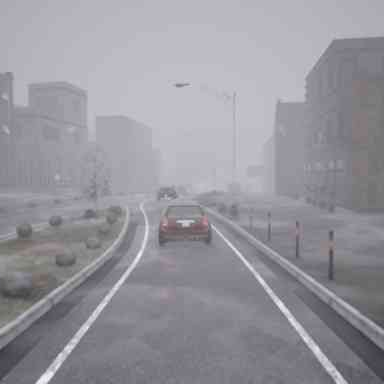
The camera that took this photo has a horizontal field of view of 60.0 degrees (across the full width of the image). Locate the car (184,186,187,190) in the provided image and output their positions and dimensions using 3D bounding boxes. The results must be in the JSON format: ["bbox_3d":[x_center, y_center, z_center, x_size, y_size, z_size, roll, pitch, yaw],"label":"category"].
[{"bbox_3d":[-2.106,-0.354,49.231,1.837,1.490,4.892,1,1,14],"label":"car"}]

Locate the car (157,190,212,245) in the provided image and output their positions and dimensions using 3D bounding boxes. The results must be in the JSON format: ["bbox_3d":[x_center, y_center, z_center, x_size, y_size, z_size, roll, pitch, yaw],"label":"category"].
[{"bbox_3d":[-0.456,1.101,14.752,2.097,1.767,4.553,0,4,-6],"label":"car"}]

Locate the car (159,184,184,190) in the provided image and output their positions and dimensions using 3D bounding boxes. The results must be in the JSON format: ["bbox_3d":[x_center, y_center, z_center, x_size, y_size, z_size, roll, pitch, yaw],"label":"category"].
[{"bbox_3d":[-2.211,-0.010,33.292,1.837,1.490,4.892,-1,2,5],"label":"car"}]
